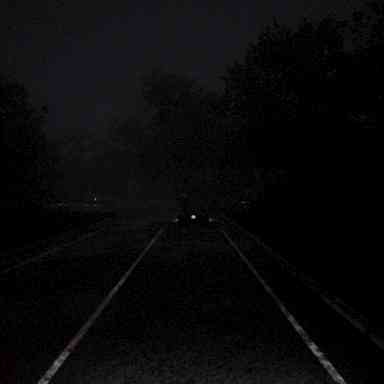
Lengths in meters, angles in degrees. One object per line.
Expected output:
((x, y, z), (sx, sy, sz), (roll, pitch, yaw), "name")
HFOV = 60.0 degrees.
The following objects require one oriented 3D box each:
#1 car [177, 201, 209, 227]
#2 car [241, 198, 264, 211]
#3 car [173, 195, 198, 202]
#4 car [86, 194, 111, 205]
((0.093, 1.514, 22.574), (1.994, 1.385, 4.181), (0, 0, 0), "car")
((7.919, 1.407, 38.564), (4.902, 1.511, 2.128), (0, 0, -33), "car")
((-1.356, 1.328, 67.553), (5.008, 1.535, 1.882), (-1, 0, -1), "car")
((-16.147, 1.222, 57.749), (2.097, 1.767, 4.553), (0, 0, 26), "car")
